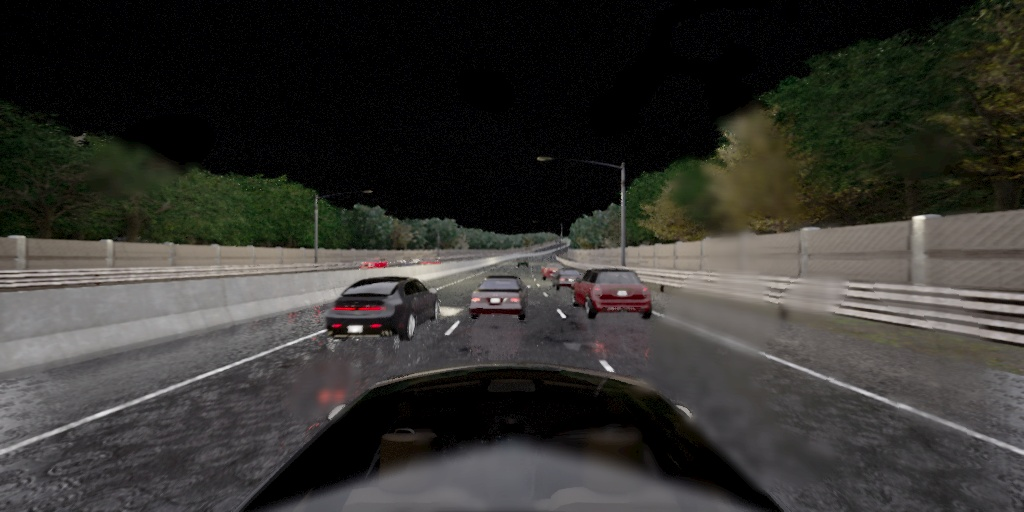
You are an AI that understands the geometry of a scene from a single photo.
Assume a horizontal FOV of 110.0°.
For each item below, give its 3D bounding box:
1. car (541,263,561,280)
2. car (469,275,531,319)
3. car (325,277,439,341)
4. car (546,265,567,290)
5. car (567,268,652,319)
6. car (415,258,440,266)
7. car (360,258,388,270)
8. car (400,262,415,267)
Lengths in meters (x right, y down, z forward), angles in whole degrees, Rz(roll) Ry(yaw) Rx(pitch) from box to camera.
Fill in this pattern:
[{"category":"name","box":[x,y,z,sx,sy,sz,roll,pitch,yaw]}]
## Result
[{"category":"car","box":[4.002,1.423,35.425,2.097,1.767,4.553,0,0,2]},{"category":"car","box":[-0.337,1.418,13.355,2.033,1.411,5.357,0,-1,4]},{"category":"car","box":[-3.365,1.341,10.164,1.837,1.490,4.892,0,0,0]},{"category":"car","box":[3.734,1.537,24.568,2.033,1.411,5.357,0,-1,1]},{"category":"car","box":[3.566,1.229,13.648,2.097,1.767,4.553,0,-1,1]},{"category":"car","box":[-12.757,1.297,55.810,2.150,2.045,5.566,0,0,3]},{"category":"car","box":[-19.952,1.291,52.179,2.150,2.045,5.566,0,0,3]},{"category":"car","box":[-16.194,1.664,57.108,1.895,1.301,4.718,0,0,3]}]
